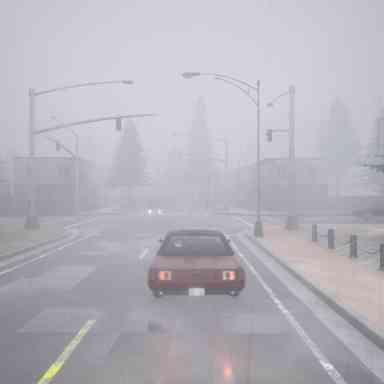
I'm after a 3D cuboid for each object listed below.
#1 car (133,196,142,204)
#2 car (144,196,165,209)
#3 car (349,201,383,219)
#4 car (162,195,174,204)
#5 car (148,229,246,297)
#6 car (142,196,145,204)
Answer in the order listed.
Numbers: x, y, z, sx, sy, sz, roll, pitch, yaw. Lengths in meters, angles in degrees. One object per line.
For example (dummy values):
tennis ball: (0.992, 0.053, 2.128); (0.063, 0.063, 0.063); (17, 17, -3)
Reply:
car: (-9.568, 1.443, 61.890); (1.882, 1.535, 5.008); (0, 0, -23)
car: (-4.818, 1.530, 43.404); (1.994, 1.385, 4.181); (0, 0, -6)
car: (15.775, 1.476, 27.844); (4.902, 1.511, 2.128); (0, 0, 2)
car: (-4.818, 1.317, 59.805); (2.097, 1.767, 4.553); (0, 0, -20)
car: (0.075, 1.601, 8.512); (1.895, 1.301, 4.718); (0, 0, 0)
car: (-6.319, 1.470, 52.153); (1.837, 1.490, 4.892); (0, 0, -15)
